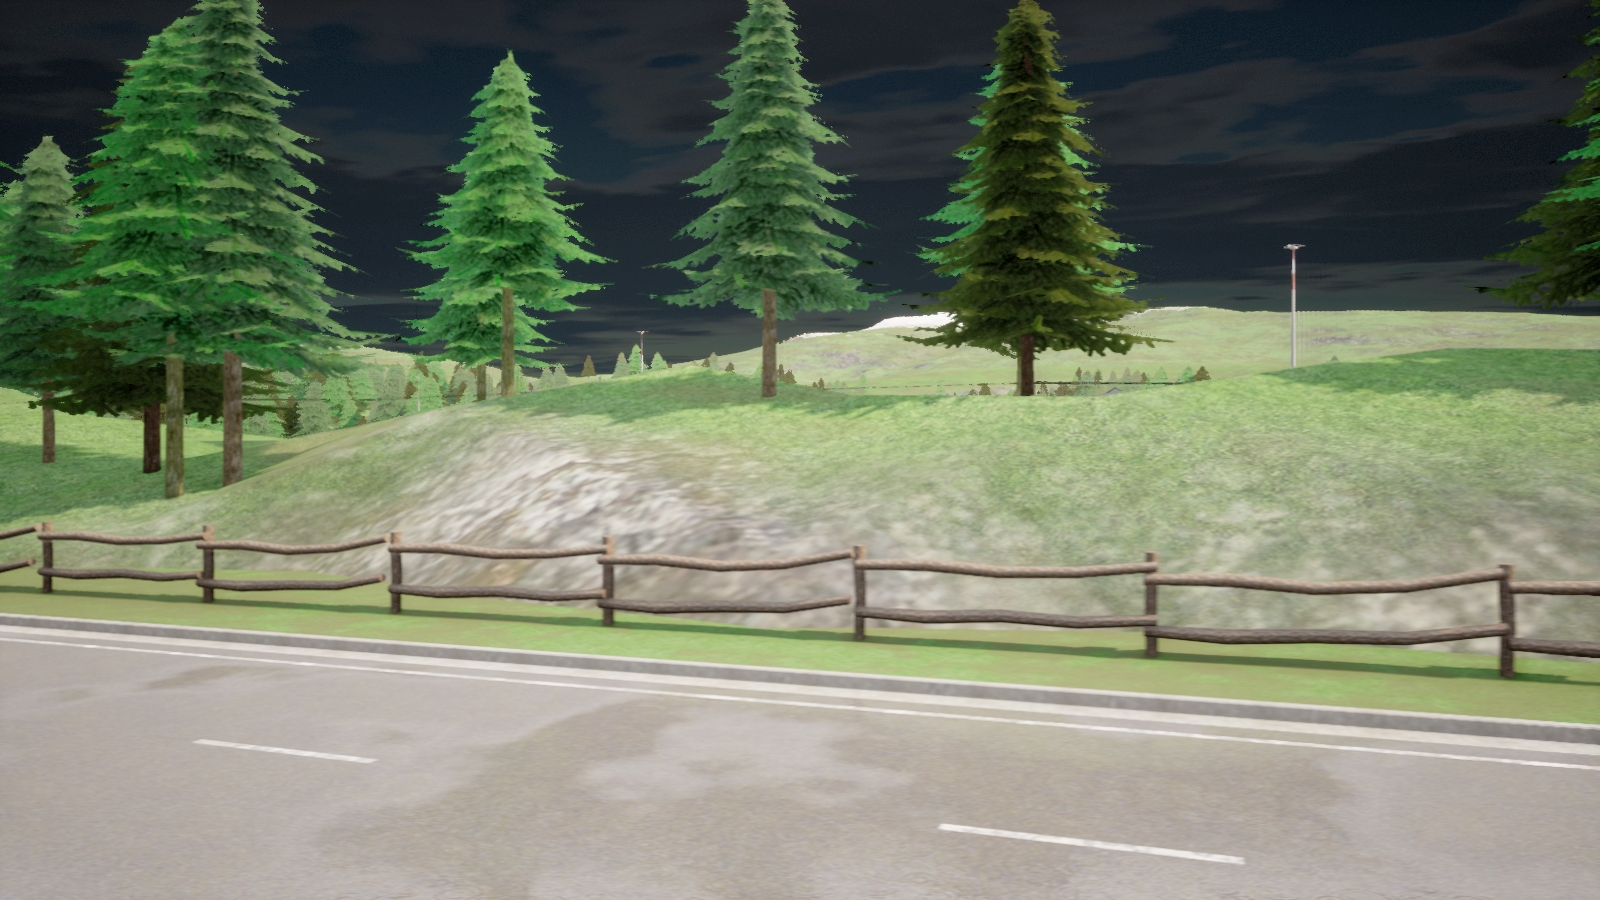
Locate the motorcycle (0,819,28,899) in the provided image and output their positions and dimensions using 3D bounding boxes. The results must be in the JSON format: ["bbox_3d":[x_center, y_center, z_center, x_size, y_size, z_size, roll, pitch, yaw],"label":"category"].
[{"bbox_3d":[-4.441,2.205,4.707,2.209,1.251,0.867,0,3,15],"label":"motorcycle"}]
